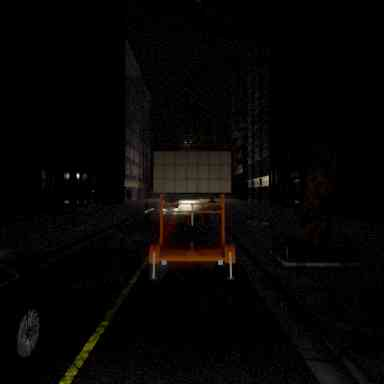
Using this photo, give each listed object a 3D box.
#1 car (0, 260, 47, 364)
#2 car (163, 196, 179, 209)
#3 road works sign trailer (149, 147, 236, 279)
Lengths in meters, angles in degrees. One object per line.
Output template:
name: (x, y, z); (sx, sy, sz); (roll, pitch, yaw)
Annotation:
car: (-3.098, 1.491, 3.086); (2.128, 1.511, 4.902); (0, 0, 0)
car: (-2.956, 1.347, 45.714); (2.097, 1.767, 4.553); (0, 0, 0)
road works sign trailer: (0.009, 0.464, 9.982); (2.380, 3.560, 2.880); (0, 0, 0)
